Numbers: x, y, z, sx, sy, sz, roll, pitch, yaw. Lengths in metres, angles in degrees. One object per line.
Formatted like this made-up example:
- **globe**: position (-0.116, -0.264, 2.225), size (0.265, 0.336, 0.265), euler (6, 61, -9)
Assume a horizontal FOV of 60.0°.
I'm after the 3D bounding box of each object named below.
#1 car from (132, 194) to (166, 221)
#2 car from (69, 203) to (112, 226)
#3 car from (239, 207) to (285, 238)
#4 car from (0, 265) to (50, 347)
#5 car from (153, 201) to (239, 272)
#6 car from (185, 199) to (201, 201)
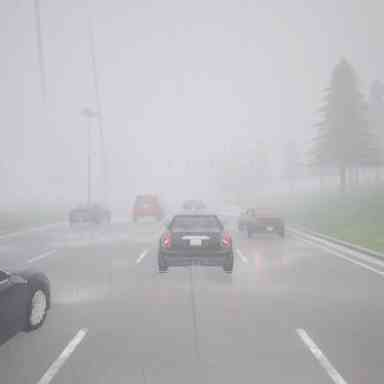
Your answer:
- **car**: position (-3.396, 1.208, 26.980), size (2.150, 2.045, 5.566), euler (0, 0, 0)
- **car**: position (-6.897, 1.480, 22.959), size (2.128, 1.511, 4.902), euler (0, 0, 0)
- **car**: position (3.603, 1.518, 17.650), size (1.812, 1.442, 4.674), euler (0, 0, 0)
- **car**: position (-3.399, 1.502, 3.937), size (1.837, 1.490, 4.892), euler (0, 0, 0)
- **car**: position (0.101, 1.348, 10.938), size (2.097, 1.767, 4.553), euler (0, 0, 0)
- **car**: position (0.105, 1.340, 26.995), size (2.097, 1.767, 4.553), euler (0, 0, 0)
